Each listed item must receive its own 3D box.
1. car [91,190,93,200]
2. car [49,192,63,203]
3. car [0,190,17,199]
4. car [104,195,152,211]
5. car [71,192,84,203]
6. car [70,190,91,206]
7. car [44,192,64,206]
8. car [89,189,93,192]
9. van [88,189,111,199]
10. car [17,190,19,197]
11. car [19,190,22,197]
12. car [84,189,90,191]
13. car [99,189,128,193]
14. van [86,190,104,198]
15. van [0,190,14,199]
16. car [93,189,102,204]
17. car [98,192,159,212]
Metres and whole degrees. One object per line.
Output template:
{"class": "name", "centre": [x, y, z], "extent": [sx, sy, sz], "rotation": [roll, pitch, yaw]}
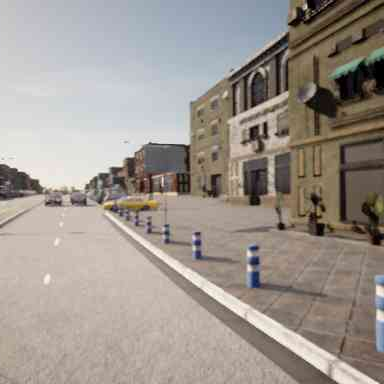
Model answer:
{"class": "car", "centre": [-12.295, 0.806, 50.076], "extent": [4.892, 1.521, 2.231], "rotation": [0, 1, -20]}
{"class": "car", "centre": [-20.831, 0.850, 51.178], "extent": [1.837, 1.490, 4.892], "rotation": [0, 1, -20]}
{"class": "car", "centre": [-42.936, 0.553, 74.012], "extent": [5.566, 2.045, 2.435], "rotation": [0, 0, -20]}
{"class": "car", "centre": [-6.647, 1.092, 34.538], "extent": [4.674, 1.452, 2.002], "rotation": [0, 1, -20]}
{"class": "car", "centre": [-18.012, 0.827, 52.203], "extent": [1.837, 1.490, 4.892], "rotation": [0, 1, -20]}
{"class": "car", "centre": [-14.583, 0.926, 42.928], "extent": [2.128, 1.511, 4.902], "rotation": [0, 1, -19]}
{"class": "car", "centre": [-17.375, 1.060, 41.831], "extent": [1.895, 1.301, 4.718], "rotation": [0, 1, -19]}
{"class": "car", "centre": [-14.179, 0.751, 55.255], "extent": [5.008, 1.535, 2.097], "rotation": [0, 1, -20]}
{"class": "van", "centre": [-19.005, 0.455, 68.165], "extent": [4.442, 1.987, 1.878], "rotation": [0, 0, -20]}
{"class": "car", "centre": [-44.798, 0.806, 79.383], "extent": [4.792, 1.488, 2.163], "rotation": [0, 0, -20]}
{"class": "car", "centre": [-45.748, 0.510, 81.860], "extent": [5.566, 2.045, 2.435], "rotation": [0, 1, -20]}
{"class": "car", "centre": [-17.039, 0.447, 63.015], "extent": [5.566, 2.045, 2.435], "rotation": [0, 0, -20]}
{"class": "car", "centre": [-7.622, 0.876, 37.112], "extent": [4.553, 1.767, 2.185], "rotation": [0, 1, -20]}
{"class": "van", "centre": [-24.440, 0.403, 83.793], "extent": [4.442, 1.987, 1.878], "rotation": [0, 0, -20]}
{"class": "van", "centre": [-43.735, 0.565, 76.676], "extent": [4.442, 1.987, 1.878], "rotation": [-1, 0, -20]}
{"class": "car", "centre": [-8.506, 0.703, 39.720], "extent": [5.566, 2.045, 2.435], "rotation": [0, 1, -20]}
{"class": "car", "centre": [-5.882, 1.104, 31.882], "extent": [5.366, 1.575, 1.946], "rotation": [0, 1, -20]}
